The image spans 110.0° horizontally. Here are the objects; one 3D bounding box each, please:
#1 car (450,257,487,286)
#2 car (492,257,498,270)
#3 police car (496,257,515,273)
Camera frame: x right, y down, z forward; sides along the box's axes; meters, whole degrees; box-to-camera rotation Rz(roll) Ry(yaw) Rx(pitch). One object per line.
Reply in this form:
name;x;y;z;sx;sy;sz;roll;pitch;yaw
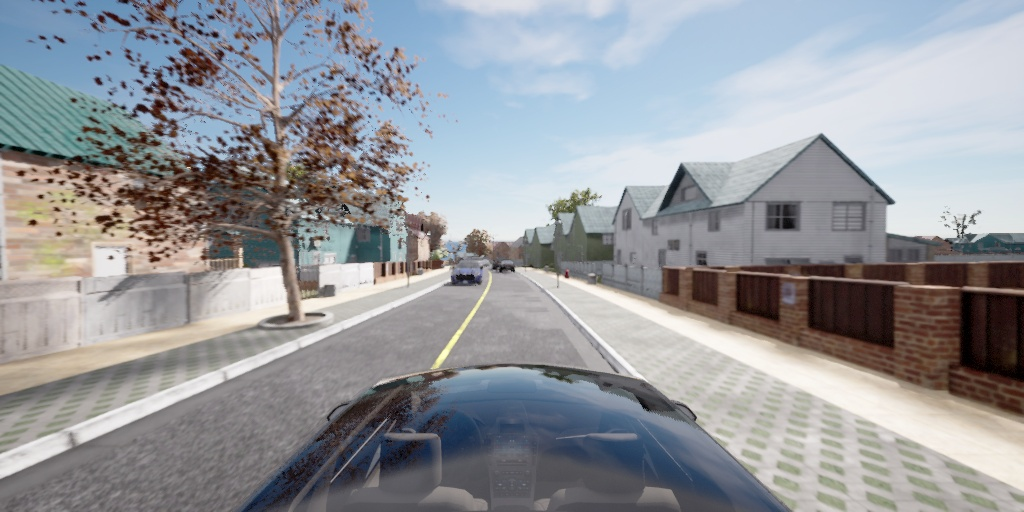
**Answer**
car;-3.138;1.128;25.744;2.097;1.767;4.553;0;0;-2
car;-1.722;1.154;56.460;2.150;2.045;5.566;0;0;-7
police car;-0.708;1.283;46.527;1.930;1.638;5.238;0;0;-5
